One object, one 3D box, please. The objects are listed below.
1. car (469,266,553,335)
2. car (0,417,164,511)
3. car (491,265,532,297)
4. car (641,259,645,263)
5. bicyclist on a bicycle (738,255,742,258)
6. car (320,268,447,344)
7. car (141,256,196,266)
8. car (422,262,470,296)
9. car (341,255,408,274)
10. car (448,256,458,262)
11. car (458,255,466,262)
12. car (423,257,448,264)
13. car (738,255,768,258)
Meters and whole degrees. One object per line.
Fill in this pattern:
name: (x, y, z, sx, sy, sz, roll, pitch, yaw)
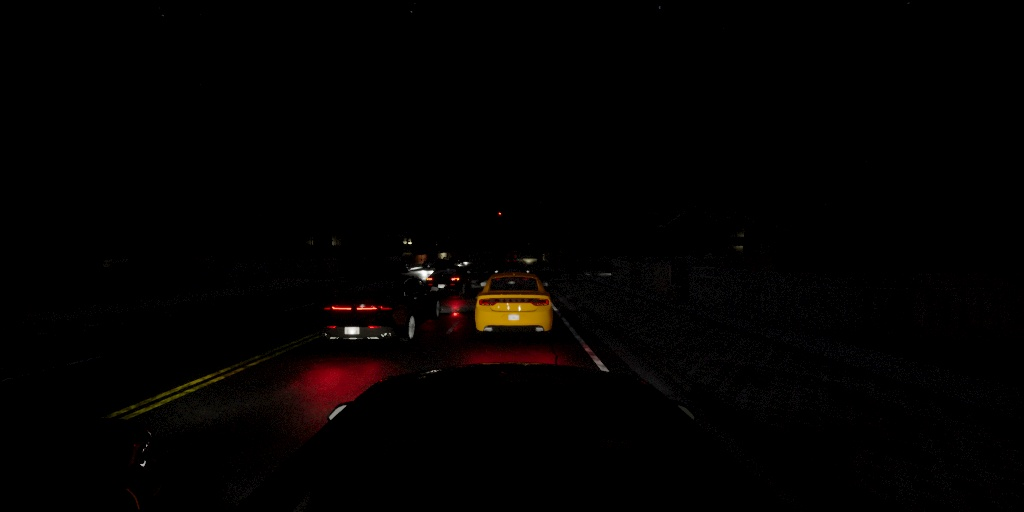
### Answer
car: (0.062, 1.209, 10.475, 1.882, 1.535, 5.008, 0, 0, 0)
car: (-3.149, 1.228, 0.180, 1.882, 1.535, 5.008, 0, 0, 0)
car: (0.008, 1.247, 19.364, 1.994, 1.385, 4.181, 0, 0, 1)
car: (12.793, 1.012, 34.519, 5.357, 1.411, 2.033, -1, 1, -6)
bicyclist on a bicycle: (18.406, 0.782, 28.792, 0.582, 1.620, 1.656, 0, 0, -2)
car: (-3.190, 1.239, 9.590, 1.837, 1.490, 4.892, 0, 0, 0)
car: (-29.543, 1.032, 31.452, 5.566, 2.045, 2.150, -1, 1, 3)
car: (-3.248, 1.212, 18.899, 1.812, 1.442, 4.674, 0, 0, 1)
car: (-12.076, 0.908, 31.711, 5.566, 2.045, 2.150, -1, 1, -10)
car: (-9.934, 0.904, 54.343, 1.994, 1.385, 4.181, 0, 1, 0)
car: (-9.914, 0.655, 63.949, 1.882, 1.535, 5.008, 0, 1, 0)
car: (-9.918, 0.932, 45.159, 2.128, 1.511, 4.902, 0, 1, 0)
car: (22.769, 0.735, 34.778, 4.553, 1.767, 2.097, 0, 1, -2)
